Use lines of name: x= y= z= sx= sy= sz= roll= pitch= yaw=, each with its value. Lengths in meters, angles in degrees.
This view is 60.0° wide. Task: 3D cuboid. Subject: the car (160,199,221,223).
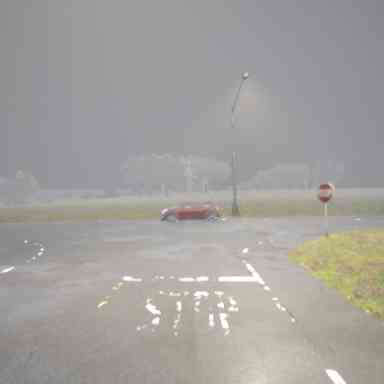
car: x=-0.151 y=1.391 z=25.514 sx=4.553 sy=1.767 sz=2.097 roll=-2 pitch=-1 yaw=-1
